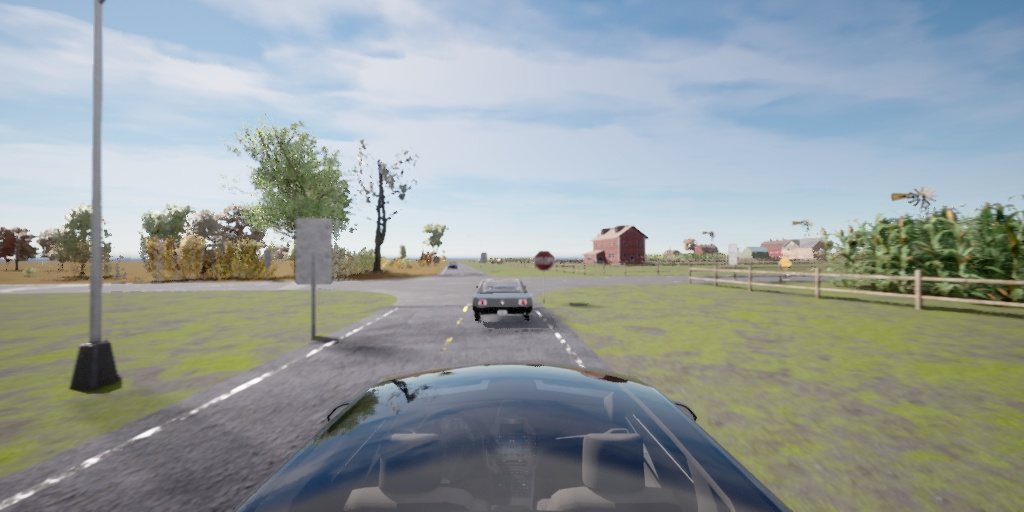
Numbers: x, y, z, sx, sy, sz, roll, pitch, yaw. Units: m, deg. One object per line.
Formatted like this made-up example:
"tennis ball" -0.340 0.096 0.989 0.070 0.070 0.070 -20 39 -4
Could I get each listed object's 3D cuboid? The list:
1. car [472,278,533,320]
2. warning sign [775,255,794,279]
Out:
"car" -0.377 1.450 13.056 1.895 1.301 4.718 0 0 -3
"warning sign" 21.581 0.886 28.309 1.060 1.860 1.300 0 0 -7
